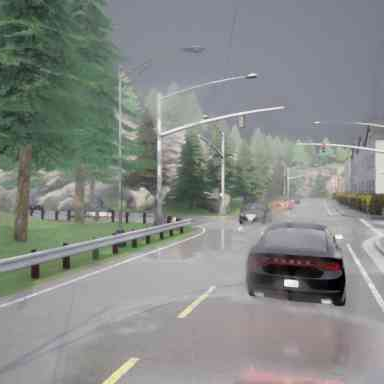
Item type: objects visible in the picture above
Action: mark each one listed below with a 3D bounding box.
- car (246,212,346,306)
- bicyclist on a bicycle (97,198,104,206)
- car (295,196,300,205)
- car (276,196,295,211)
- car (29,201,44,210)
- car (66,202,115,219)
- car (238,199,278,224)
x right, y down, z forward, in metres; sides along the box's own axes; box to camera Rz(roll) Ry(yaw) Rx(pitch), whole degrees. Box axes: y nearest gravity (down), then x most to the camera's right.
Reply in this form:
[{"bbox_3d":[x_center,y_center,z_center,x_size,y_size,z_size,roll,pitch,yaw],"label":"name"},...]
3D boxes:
[{"bbox_3d":[2.648,1.478,8.243,1.882,1.535,5.008,0,0,21],"label":"car"},{"bbox_3d":[-10.098,1.417,36.692,0.582,1.620,1.656,-2,5,20],"label":"bicyclist on a bicycle"},{"bbox_3d":[18.534,1.492,60.501,2.128,1.511,4.902,0,0,21],"label":"car"},{"bbox_3d":[11.160,1.352,41.206,2.097,1.767,4.553,0,0,21],"label":"car"},{"bbox_3d":[-18.686,1.616,36.303,4.718,1.301,1.895,0,0,20],"label":"car"},{"bbox_3d":[-8.744,1.579,28.671,4.181,1.385,1.994,0,0,20],"label":"car"},{"bbox_3d":[4.694,1.499,24.130,2.128,1.511,4.902,0,0,21],"label":"car"}]
